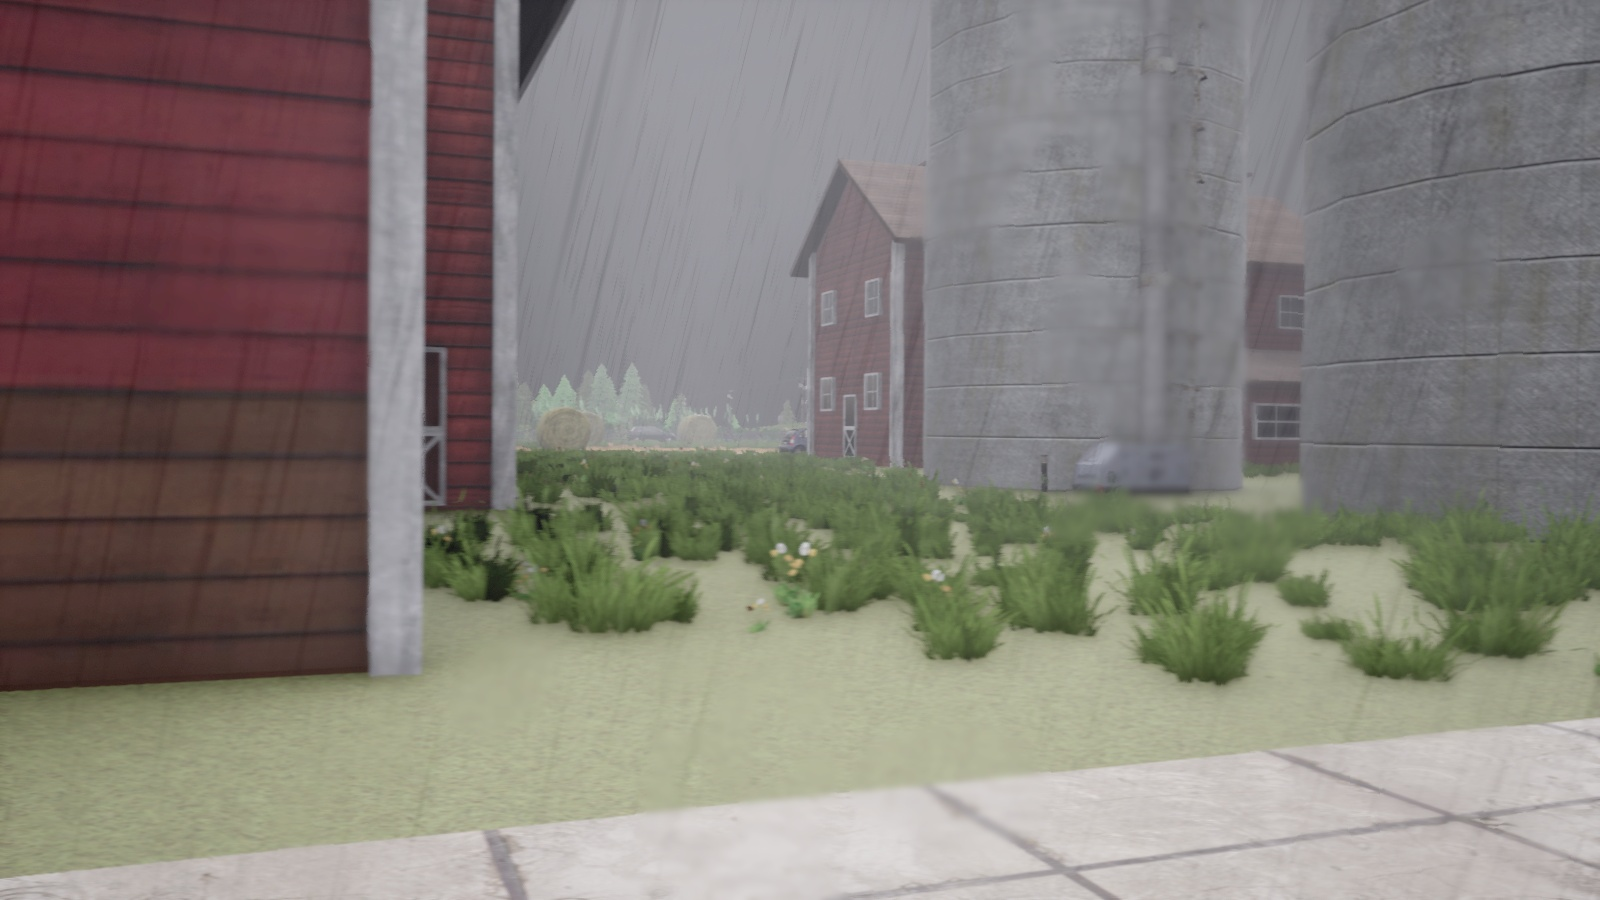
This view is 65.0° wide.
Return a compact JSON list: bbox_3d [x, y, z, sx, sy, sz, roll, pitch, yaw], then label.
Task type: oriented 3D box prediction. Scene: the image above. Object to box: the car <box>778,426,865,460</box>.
[{"bbox_3d":[1.086,-0.375,63.459,3.988,1.617,1.851,-1,1,-21],"label":"car"}]
